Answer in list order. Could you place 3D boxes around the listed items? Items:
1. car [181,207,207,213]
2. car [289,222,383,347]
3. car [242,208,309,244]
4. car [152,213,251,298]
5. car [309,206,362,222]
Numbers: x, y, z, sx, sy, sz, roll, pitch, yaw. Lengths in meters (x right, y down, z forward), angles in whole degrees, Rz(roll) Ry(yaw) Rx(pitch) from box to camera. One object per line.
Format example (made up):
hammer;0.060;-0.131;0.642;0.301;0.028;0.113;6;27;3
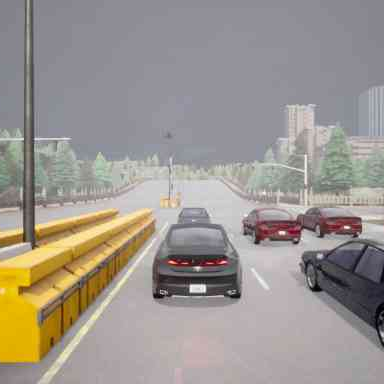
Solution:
car;0.097;1.547;18.192;2.033;1.411;5.357;0;0;0
car;3.594;1.547;5.904;2.033;1.411;5.357;0;0;0
car;3.598;1.478;15.729;1.882;1.535;5.008;0;0;0
car;0.101;1.505;8.461;1.837;1.490;4.892;0;0;0
car;7.097;1.478;17.716;1.882;1.535;5.008;0;0;0
